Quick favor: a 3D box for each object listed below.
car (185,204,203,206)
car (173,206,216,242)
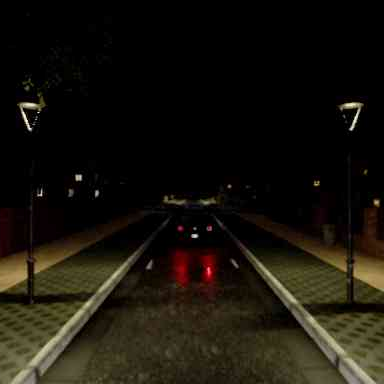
[{"bbox_3d":[0.131,1.607,27.410,1.895,1.301,4.718,0,0,0],"label":"car"},{"bbox_3d":[0.126,1.600,16.481,1.895,1.301,4.718,0,0,0],"label":"car"}]
